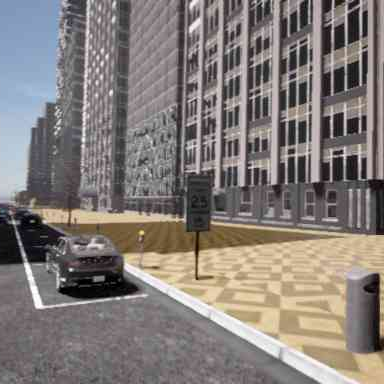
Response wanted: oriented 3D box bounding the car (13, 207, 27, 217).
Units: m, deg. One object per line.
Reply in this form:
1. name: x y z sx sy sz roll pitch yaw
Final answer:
1. car: -22.554 3.015 44.423 1.947 1.339 4.313 2 -2 -29

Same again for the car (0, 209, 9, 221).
1. car: -24.781 2.905 42.962 1.994 1.385 4.181 3 -3 -28

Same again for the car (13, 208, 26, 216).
1. car: -30.755 3.476 59.224 1.947 1.339 4.313 2 -2 -29

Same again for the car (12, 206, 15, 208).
1. car: -28.020 3.197 54.295 1.967 1.590 4.097 2 -2 -29

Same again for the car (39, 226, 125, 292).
1. car: -3.305 1.923 9.952 2.008 1.369 4.403 2 -2 -29

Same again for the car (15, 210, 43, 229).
1. car: -14.352 2.553 29.622 1.947 1.339 4.313 2 -2 -29

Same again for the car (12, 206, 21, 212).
1. car: -41.691 4.067 78.961 1.887 1.381 4.507 2 -2 -29

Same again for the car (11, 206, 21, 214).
1. car: -37.123 3.764 70.038 1.812 1.442 4.674 3 -3 -29

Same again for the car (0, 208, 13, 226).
1. car: -19.066 2.569 32.717 2.033 1.411 5.357 3 -3 -28
